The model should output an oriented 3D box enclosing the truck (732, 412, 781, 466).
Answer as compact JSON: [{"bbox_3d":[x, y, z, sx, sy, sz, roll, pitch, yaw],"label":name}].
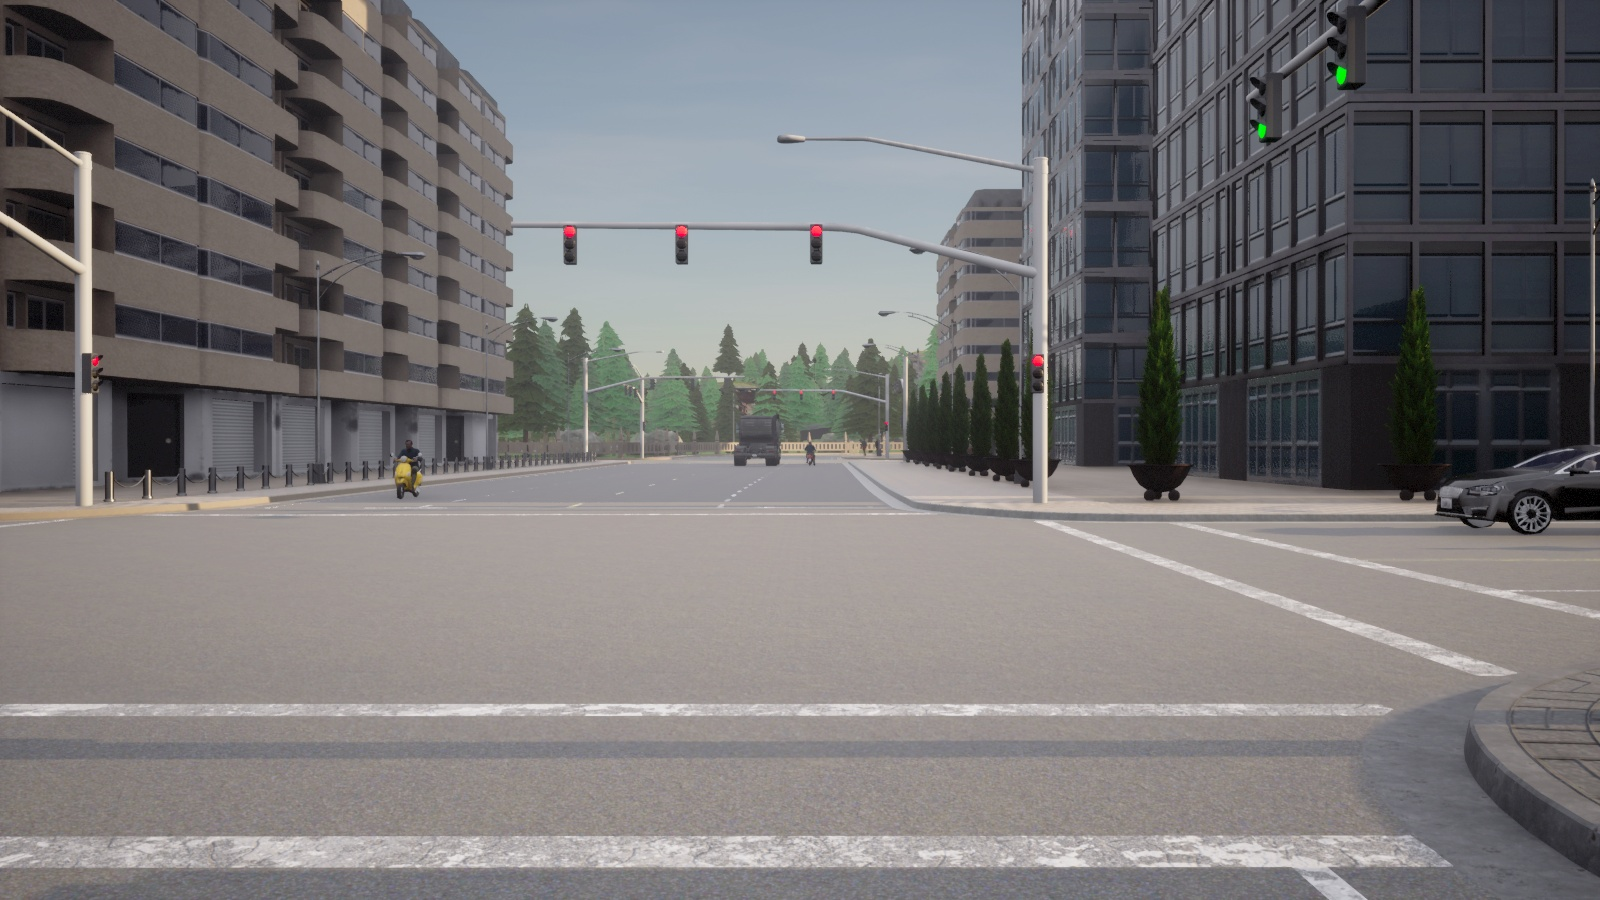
[{"bbox_3d":[-2.822,-0.710,83.605,2.891,3.462,7.936,0,0,1],"label":"truck"}]

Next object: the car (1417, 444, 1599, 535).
[{"bbox_3d":[13.678,0.646,21.788,4.902,1.511,2.128,0,0,1],"label":"car"}]

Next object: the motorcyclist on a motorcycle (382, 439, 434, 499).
[{"bbox_3d":[-10.623,0.499,34.094,0.866,1.590,1.817,0,0,0],"label":"motorcyclist on a motorcycle"}]
